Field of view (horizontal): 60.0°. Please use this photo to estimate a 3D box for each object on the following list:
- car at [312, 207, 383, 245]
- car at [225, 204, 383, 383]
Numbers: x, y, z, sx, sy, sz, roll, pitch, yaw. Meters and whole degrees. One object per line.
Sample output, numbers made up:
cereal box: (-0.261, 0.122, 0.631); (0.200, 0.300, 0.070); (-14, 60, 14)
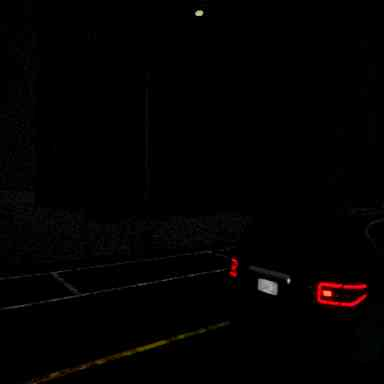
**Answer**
car: (8.034, 1.546, 16.252); (4.507, 1.381, 1.887); (0, 0, -35)
car: (3.076, 1.221, 5.508); (5.566, 2.045, 2.150); (0, 0, -36)
